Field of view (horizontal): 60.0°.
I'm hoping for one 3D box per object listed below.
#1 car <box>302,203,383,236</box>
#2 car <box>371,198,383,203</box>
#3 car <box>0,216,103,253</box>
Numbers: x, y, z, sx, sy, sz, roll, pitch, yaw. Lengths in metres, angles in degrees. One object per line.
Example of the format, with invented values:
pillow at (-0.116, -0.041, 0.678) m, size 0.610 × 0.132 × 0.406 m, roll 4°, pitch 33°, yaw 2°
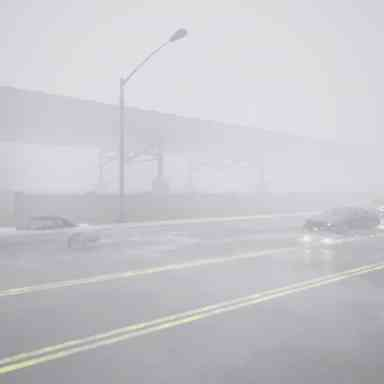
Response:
car at (8.522, 1.529, 18.671) m, size 5.357 × 1.411 × 2.033 m, roll 0°, pitch 0°, yaw -35°
car at (16.413, 1.321, 28.597) m, size 4.553 × 1.767 × 2.097 m, roll 0°, pitch 0°, yaw -35°
car at (-5.975, 1.599, 12.630) m, size 4.718 × 1.301 × 1.895 m, roll 0°, pitch 0°, yaw -36°
